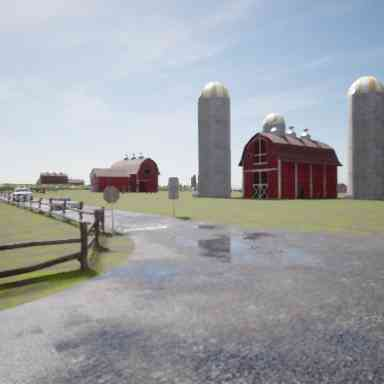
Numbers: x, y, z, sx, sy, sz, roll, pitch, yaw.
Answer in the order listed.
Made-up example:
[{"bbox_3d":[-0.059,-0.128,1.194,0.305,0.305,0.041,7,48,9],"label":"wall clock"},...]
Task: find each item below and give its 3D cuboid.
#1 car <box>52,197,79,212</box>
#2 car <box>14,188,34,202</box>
[{"bbox_3d":[-12.009,1.128,31.484,1.895,1.301,4.718,-1,1,-36],"label":"car"},{"bbox_3d":[-25.502,0.379,50.285,2.150,2.045,5.566,-1,1,-36],"label":"car"}]
